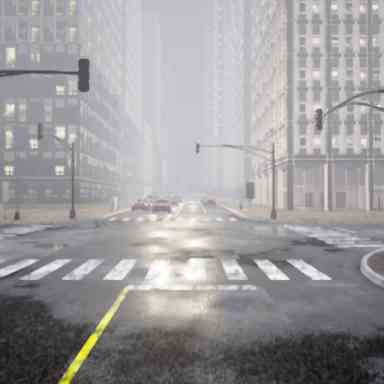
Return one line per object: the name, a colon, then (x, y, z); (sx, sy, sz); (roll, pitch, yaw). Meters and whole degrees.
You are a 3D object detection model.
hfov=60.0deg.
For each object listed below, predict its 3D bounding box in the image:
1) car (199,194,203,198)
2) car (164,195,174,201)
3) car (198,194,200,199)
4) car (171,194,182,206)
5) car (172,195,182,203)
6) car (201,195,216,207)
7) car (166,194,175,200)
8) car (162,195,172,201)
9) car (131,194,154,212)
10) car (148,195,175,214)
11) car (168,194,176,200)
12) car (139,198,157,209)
car: (2.696, 1.415, 60.481); (1.752, 1.417, 4.829); (1, 0, 0)
car: (-5.688, 1.401, 82.543); (2.008, 1.369, 4.403); (1, 0, 0)
car: (2.694, 1.446, 65.888); (1.947, 1.339, 4.313); (1, 0, 0)
car: (-3.071, 1.397, 51.569); (2.128, 1.511, 4.902); (0, 0, 1)
car: (-3.010, 1.355, 66.930); (1.882, 1.535, 5.008); (0, 0, 0)
car: (2.696, 1.492, 49.155); (1.802, 1.307, 4.206); (1, 0, 0)
car: (-5.689, 1.385, 88.118); (1.887, 1.381, 4.507); (1, 0, 0)
car: (-5.687, 1.405, 76.968); (1.887, 1.381, 4.507); (1, 0, 0)
car: (-5.680, 1.370, 37.941); (1.967, 1.590, 4.097); (1, 0, 0)
car: (-3.098, 1.413, 34.962); (1.882, 1.535, 5.008); (0, 0, 0)
car: (-5.690, 1.381, 93.693); (2.008, 1.369, 4.403); (1, 0, 0)
car: (-5.684, 1.502, 43.517); (1.802, 1.307, 4.206); (1, 0, 0)
